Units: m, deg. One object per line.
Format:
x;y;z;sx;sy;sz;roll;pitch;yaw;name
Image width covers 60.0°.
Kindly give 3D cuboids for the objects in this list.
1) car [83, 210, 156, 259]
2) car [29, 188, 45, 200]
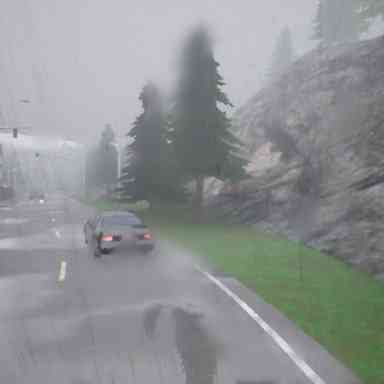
-2.762;1.340;11.918;2.033;1.411;5.357;-1;1;-22;car
-26.176;0.293;56.310;2.150;2.045;5.566;-1;1;-23;car
